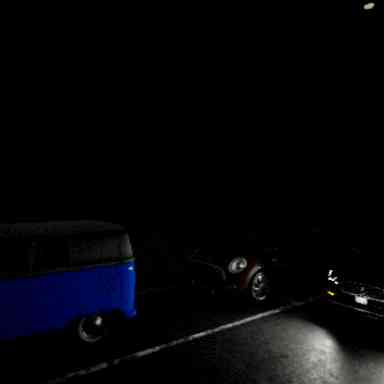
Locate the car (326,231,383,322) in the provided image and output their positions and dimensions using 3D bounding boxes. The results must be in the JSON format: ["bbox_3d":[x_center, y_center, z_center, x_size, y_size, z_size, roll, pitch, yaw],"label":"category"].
[{"bbox_3d":[4.675,1.464,6.718,4.892,1.490,1.837,0,0,-36],"label":"car"}]

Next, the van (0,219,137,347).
[{"bbox_3d":[-2.769,1.339,4.677,3.998,1.788,1.690,0,0,-36],"label":"van"}]

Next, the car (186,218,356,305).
[{"bbox_3d":[1.819,1.408,7.953,4.097,1.590,1.967,0,0,-36],"label":"car"}]
